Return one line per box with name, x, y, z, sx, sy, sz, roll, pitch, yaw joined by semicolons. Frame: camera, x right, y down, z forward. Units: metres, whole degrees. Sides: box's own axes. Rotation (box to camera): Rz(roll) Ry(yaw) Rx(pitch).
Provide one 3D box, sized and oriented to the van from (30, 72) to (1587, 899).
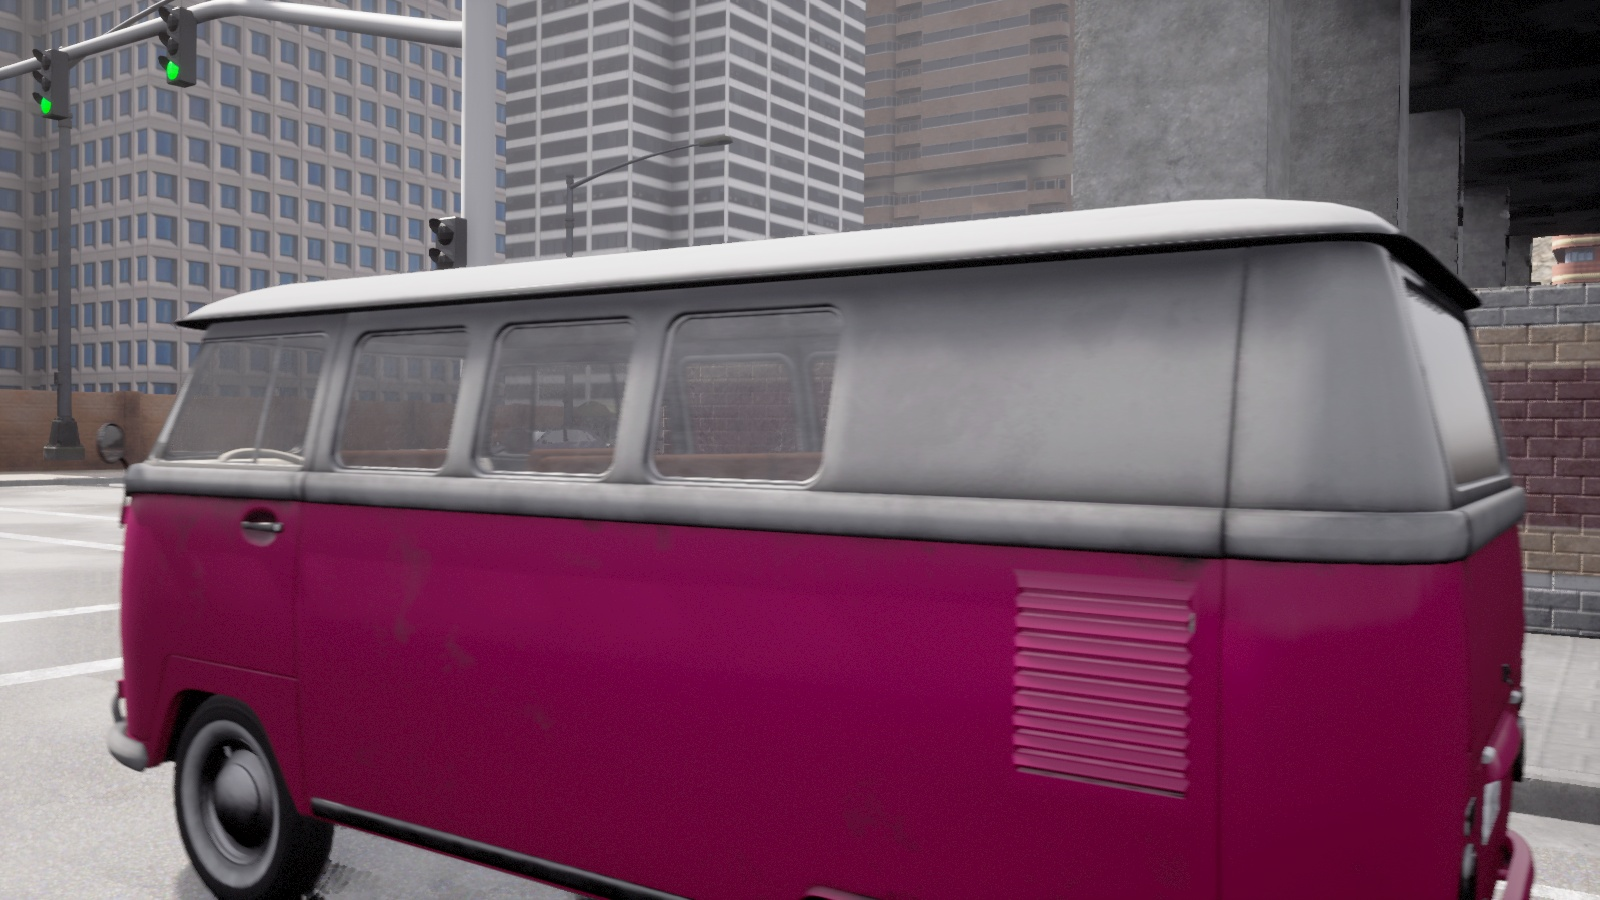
van;-0.269;0.434;3.797;4.442;1.987;1.775;0;1;34
